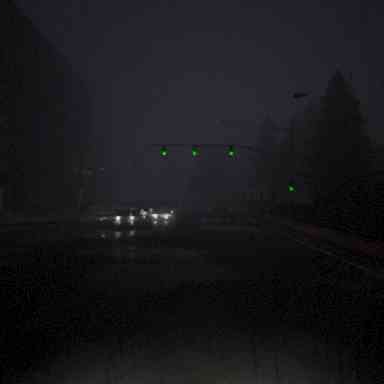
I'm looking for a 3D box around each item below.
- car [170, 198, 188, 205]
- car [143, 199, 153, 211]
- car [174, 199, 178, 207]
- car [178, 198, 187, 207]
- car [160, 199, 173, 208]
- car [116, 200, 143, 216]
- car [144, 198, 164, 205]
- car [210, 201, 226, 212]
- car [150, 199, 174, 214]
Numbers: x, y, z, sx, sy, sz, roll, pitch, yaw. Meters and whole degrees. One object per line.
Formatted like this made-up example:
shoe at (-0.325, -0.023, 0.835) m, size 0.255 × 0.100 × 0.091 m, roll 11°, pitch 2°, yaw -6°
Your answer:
car at (-2.892, 2.179, 74.285) m, size 1.812 × 1.442 × 4.674 m, roll 0°, pitch -1°, yaw -33°
car at (-7.138, 1.891, 46.887) m, size 1.882 × 1.535 × 5.008 m, roll 0°, pitch -1°, yaw -1°
car at (-3.612, 1.984, 49.543) m, size 2.033 × 1.411 × 5.357 m, roll 0°, pitch -1°, yaw 0°
car at (-2.542, 2.175, 65.191) m, size 1.895 × 1.301 × 4.718 m, roll 0°, pitch -1°, yaw -19°
car at (-4.641, 2.052, 59.667) m, size 1.812 × 1.442 × 4.674 m, roll 0°, pitch -1°, yaw -11°
car at (-7.075, 1.858, 37.627) m, size 1.812 × 1.442 × 4.674 m, roll 0°, pitch -1°, yaw 0°
car at (-8.857, 2.216, 76.724) m, size 2.033 × 1.411 × 5.357 m, roll 0°, pitch -1°, yaw -41°
car at (3.604, 1.949, 45.601) m, size 2.033 × 1.411 × 5.357 m, roll 0°, pitch -1°, yaw 0°
car at (-3.573, 1.920, 40.359) m, size 1.994 × 1.385 × 4.181 m, roll 0°, pitch 0°, yaw 0°
